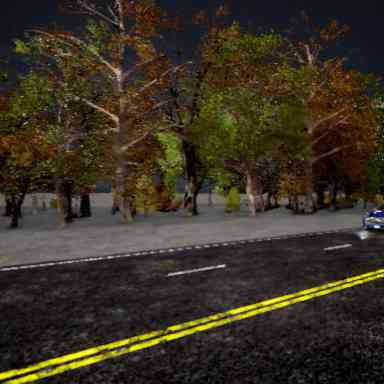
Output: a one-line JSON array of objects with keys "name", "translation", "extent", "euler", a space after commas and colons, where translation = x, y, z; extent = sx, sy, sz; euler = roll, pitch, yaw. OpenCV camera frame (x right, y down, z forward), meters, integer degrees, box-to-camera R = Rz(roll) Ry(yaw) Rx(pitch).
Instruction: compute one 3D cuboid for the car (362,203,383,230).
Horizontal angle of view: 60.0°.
[{"name": "car", "translation": [12.579, 1.447, 20.656], "extent": [4.553, 1.767, 2.097], "euler": [0, 0, -35]}]
